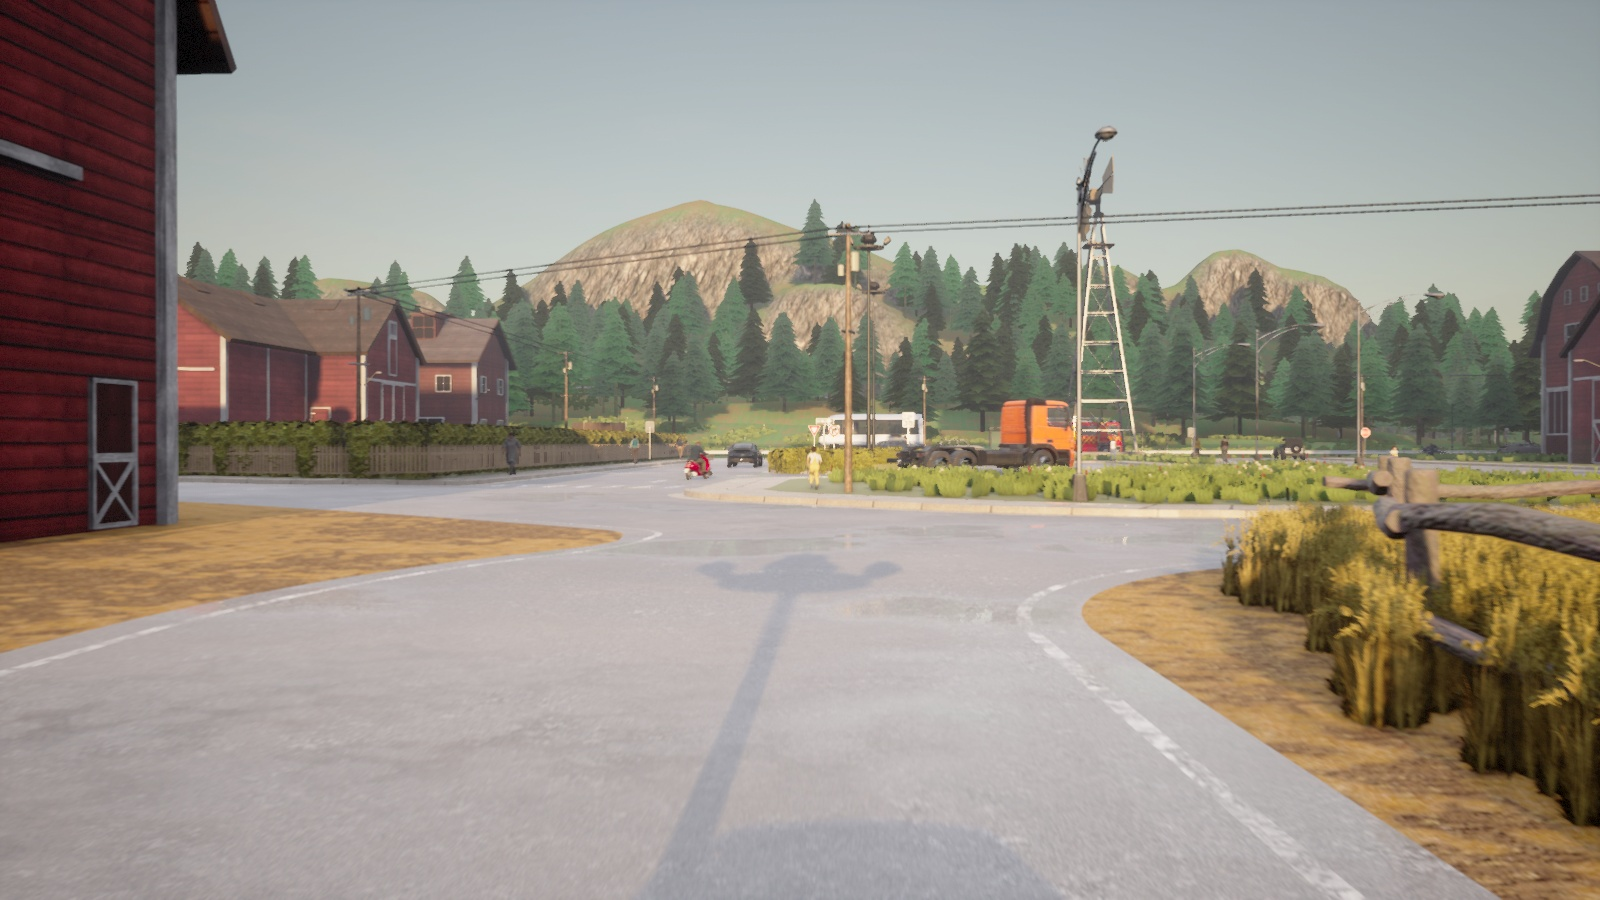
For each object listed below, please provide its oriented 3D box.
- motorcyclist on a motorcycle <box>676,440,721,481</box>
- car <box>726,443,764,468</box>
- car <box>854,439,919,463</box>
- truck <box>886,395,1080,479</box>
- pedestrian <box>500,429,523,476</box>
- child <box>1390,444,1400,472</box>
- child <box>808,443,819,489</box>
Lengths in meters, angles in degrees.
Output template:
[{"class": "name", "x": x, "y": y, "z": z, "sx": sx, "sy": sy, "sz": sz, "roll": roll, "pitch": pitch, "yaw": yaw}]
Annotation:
[{"class": "motorcyclist on a motorcycle", "x": -4.084, "y": 0.411, "z": 50.626, "sx": 0.866, "sy": 1.590, "sz": 1.817, "roll": 3, "pitch": 2, "yaw": 30}, {"class": "car", "x": -3.362, "y": 0.312, "z": 77.416, "sx": 1.837, "sy": 1.490, "sz": 4.892, "roll": 0, "pitch": 0, "yaw": 3}, {"class": "car", "x": 6.686, "y": 0.064, "z": 96.798, "sx": 4.553, "sy": 1.767, "sz": 2.097, "roll": 0, "pitch": 0, "yaw": 21}, {"class": "truck", "x": 7.967, "y": -0.537, "z": 54.626, "sx": 7.936, "sy": 3.462, "sz": 2.891, "roll": 0, "pitch": 1, "yaw": -22}, {"class": "pedestrian", "x": -12.017, "y": 0.097, "z": 52.279, "sx": 0.659, "sy": 1.952, "sz": 0.873, "roll": 0, "pitch": 0, "yaw": 7}, {"class": "child", "x": 26.954, "y": 0.383, "z": 56.918, "sx": 0.270, "sy": 1.263, "sz": 0.437, "roll": 0, "pitch": 0, "yaw": 2}, {"class": "child", "x": 0.380, "y": 0.439, "z": 34.883, "sx": 0.270, "sy": 1.263, "sz": 0.437, "roll": 0, "pitch": 0, "yaw": -3}]
